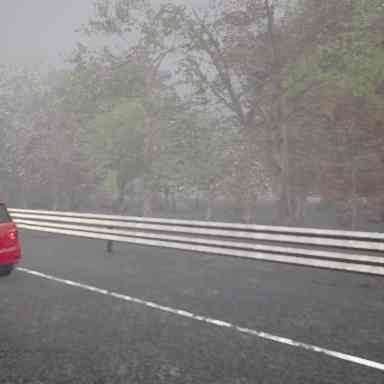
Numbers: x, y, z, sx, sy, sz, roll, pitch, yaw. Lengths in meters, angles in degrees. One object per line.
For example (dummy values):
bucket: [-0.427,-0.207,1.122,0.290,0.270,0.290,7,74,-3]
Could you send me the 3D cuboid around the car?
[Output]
car: [-6.769,1.184,8.861,5.566,2.045,2.150,0,0,36]
